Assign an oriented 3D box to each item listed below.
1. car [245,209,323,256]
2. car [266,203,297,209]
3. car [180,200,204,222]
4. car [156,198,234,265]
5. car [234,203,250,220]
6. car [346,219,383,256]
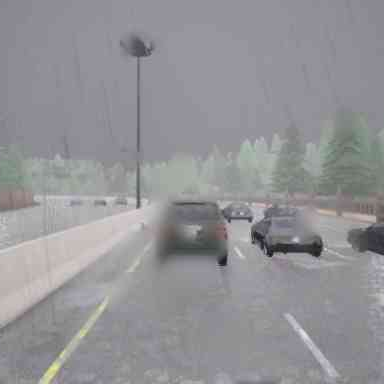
[{"bbox_3d":[3.540,1.570,13.134,1.994,1.385,4.181,0,0,1],"label":"car"},{"bbox_3d":[6.962,1.559,25.771,2.033,1.411,5.357,0,0,-1],"label":"car"},{"bbox_3d":[-0.068,1.518,27.972,1.837,1.490,4.892,0,0,-1],"label":"car"},{"bbox_3d":[0.025,1.228,11.828,2.150,2.045,5.566,0,0,0],"label":"car"},{"bbox_3d":[3.463,1.559,25.763,2.033,1.411,5.357,0,0,-1],"label":"car"},{"bbox_3d":[7.015,1.553,10.775,2.033,1.411,5.357,0,0,0],"label":"car"}]
